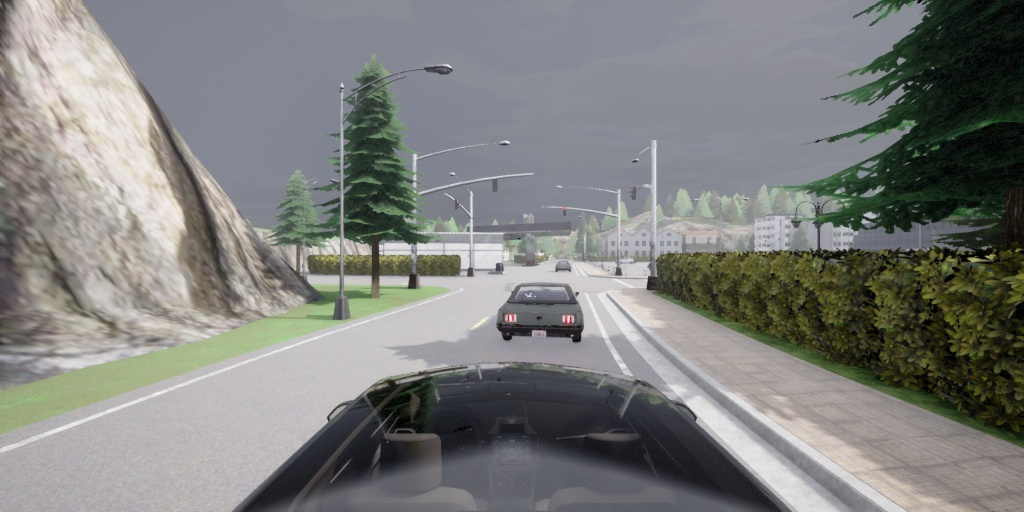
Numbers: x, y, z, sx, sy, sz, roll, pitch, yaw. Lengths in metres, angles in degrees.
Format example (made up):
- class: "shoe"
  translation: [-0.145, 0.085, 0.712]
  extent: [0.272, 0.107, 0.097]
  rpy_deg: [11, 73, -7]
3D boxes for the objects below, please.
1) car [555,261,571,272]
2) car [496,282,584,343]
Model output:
- class: "car"
  translation: [6.565, 1.314, 45.823]
  extent: [1.994, 1.385, 4.181]
  rpy_deg: [0, 0, 9]
- class: "car"
  translation: [0.882, 1.351, 9.751]
  extent: [1.895, 1.301, 4.718]
  rpy_deg: [0, 0, 8]
